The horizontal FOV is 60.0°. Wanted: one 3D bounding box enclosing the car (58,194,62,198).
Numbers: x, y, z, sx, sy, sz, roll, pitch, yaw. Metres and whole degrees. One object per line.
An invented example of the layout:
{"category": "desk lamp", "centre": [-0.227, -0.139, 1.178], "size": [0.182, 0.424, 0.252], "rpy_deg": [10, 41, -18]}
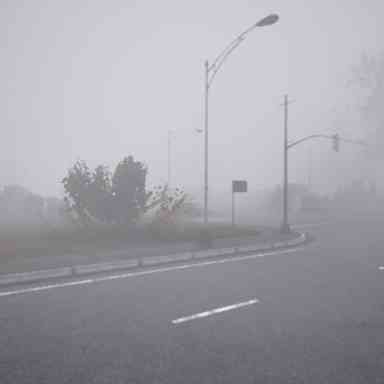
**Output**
{"category": "car", "centre": [-32.551, 1.343, 84.436], "size": [2.150, 2.045, 5.566], "rpy_deg": [0, 0, -36]}

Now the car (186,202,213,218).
{"category": "car", "centre": [-0.102, 1.603, 31.349], "size": [1.837, 1.490, 4.892], "rpy_deg": [0, 0, -39]}
